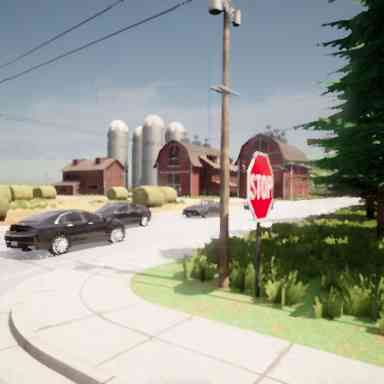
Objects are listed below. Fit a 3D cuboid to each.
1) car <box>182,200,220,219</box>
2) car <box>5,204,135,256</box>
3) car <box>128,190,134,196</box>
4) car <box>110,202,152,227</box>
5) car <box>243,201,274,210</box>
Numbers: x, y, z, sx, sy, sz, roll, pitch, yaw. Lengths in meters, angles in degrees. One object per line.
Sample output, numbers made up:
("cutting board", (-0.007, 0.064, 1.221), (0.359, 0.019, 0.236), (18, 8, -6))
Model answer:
("car", (1.271, 1.423, 28.597), (2.033, 1.411, 5.357), (1, 0, 32))
("car", (-4.595, 1.427, 12.922), (1.837, 1.490, 4.892), (-2, -1, 28))
("car", (-15.502, 0.501, 87.593), (3.866, 1.878, 1.905), (-1, 6, -11))
("car", (-4.405, 1.386, 19.747), (1.837, 1.490, 4.892), (1, 0, 33))
("car", (7.739, 1.226, 38.559), (2.097, 1.767, 4.553), (1, 0, 36))
